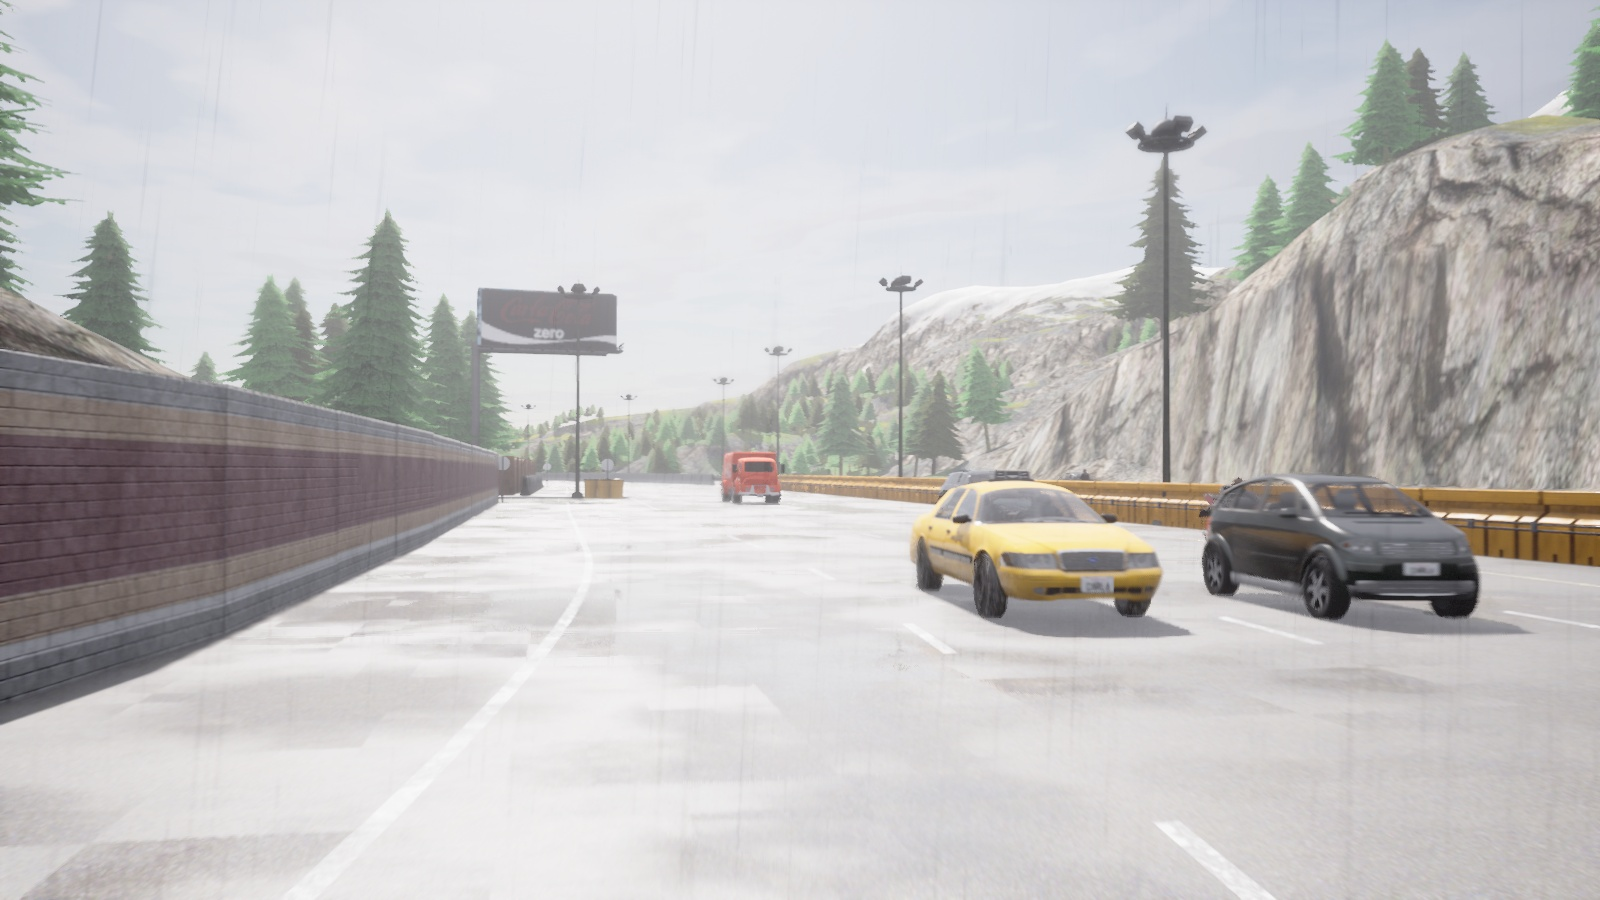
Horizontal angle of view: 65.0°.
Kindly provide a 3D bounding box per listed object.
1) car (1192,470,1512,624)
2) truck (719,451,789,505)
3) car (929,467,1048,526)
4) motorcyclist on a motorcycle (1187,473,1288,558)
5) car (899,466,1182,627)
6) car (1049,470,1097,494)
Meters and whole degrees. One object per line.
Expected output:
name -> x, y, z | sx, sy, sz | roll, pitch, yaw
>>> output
car -> 6.201, 1.012, 14.621 | 1.789, 1.549, 3.705 | 0, -1, -6
truck -> -2.293, 1.355, 60.601 | 2.627, 2.467, 5.204 | 0, -1, -11
car -> 5.622, 1.360, 38.145 | 2.033, 1.649, 4.856 | 0, -1, -11
motorcyclist on a motorcycle -> 8.362, 1.219, 24.117 | 0.866, 1.530, 2.191 | 0, -1, -10
car -> 2.621, 0.997, 15.168 | 1.801, 1.575, 5.366 | 0, -1, -7
car -> 18.250, 2.125, 84.087 | 1.789, 1.549, 3.705 | 0, -1, -11
